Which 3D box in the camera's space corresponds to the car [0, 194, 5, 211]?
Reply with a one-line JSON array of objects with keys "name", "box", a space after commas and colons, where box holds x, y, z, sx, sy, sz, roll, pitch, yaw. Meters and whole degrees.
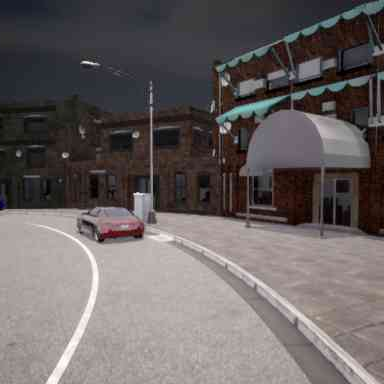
[{"name": "car", "box": [-16.394, 0.785, 24.171, 5.566, 2.045, 2.150, -1, 2, 17]}]

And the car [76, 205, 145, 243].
[{"name": "car", "box": [-3.729, 1.256, 14.782, 1.994, 1.385, 4.181, -1, 3, -33]}]
